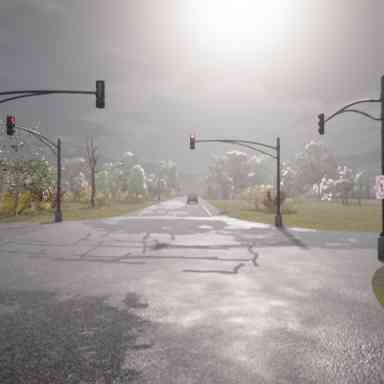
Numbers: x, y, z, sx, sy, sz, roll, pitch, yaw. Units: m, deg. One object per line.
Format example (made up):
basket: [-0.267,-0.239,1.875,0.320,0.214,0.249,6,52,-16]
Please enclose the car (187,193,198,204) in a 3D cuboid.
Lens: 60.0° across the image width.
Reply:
car: [0.158,1.283,67.595,2.150,2.045,5.566,0,0,0]
